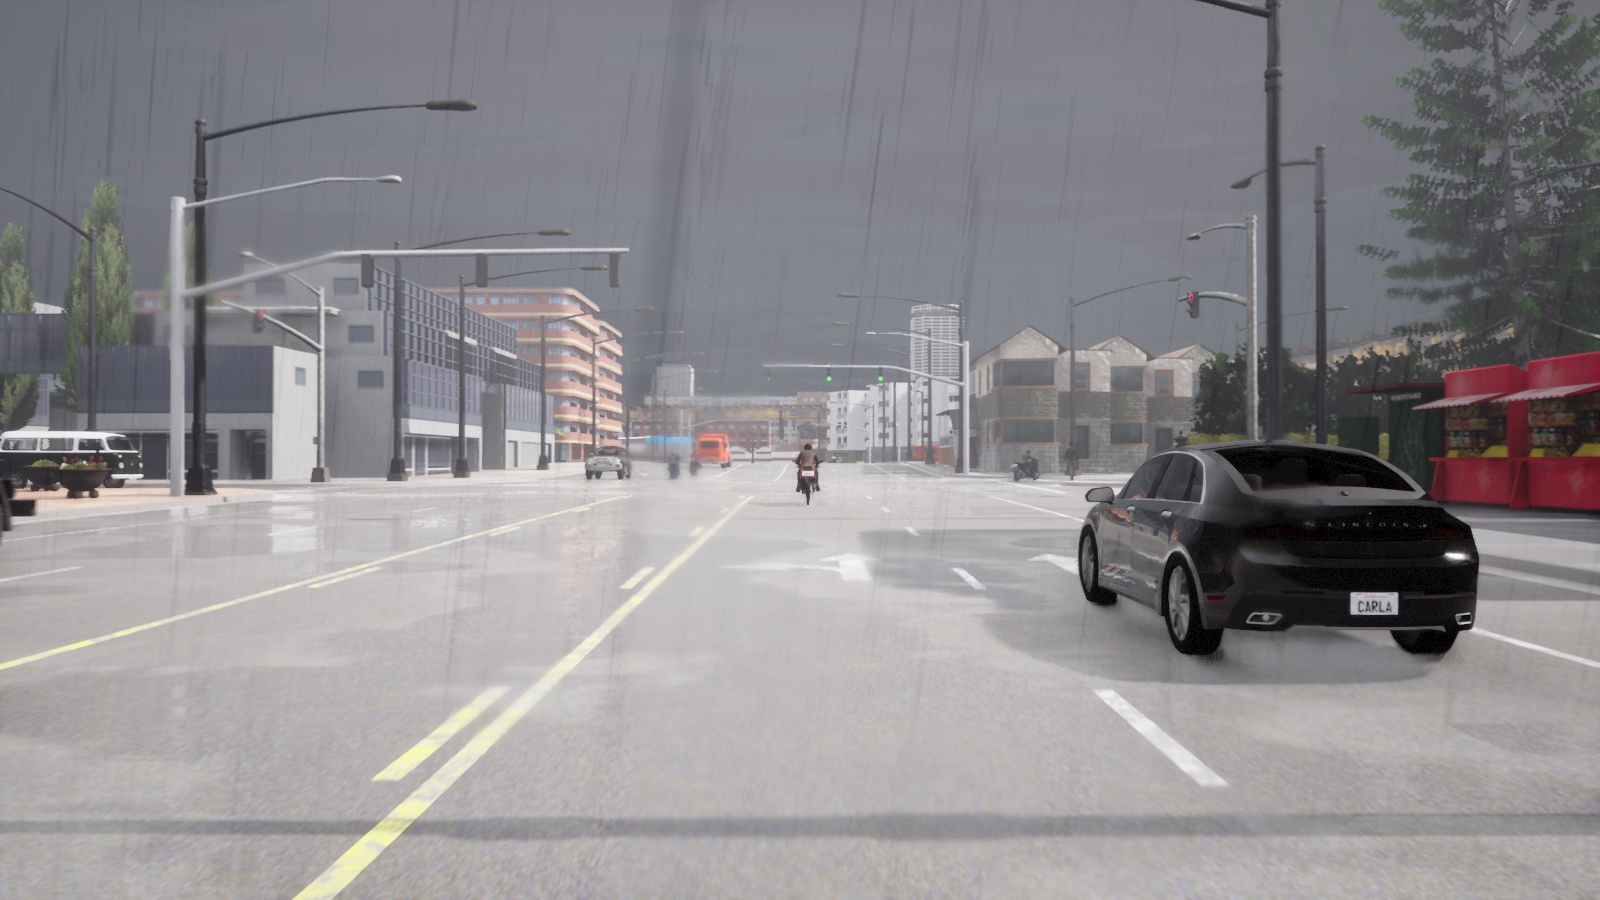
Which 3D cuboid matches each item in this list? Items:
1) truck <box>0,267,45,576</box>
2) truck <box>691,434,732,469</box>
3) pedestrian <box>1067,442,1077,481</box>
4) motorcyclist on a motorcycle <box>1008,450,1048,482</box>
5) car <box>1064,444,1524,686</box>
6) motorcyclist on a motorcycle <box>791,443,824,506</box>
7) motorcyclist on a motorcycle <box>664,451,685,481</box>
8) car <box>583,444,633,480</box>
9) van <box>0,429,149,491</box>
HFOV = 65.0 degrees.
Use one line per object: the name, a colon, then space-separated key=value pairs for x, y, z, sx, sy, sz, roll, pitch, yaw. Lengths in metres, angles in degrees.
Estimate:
truck: x=-10.421 y=-0.304 z=10.920 sx=2.891 sy=3.462 sz=7.936 roll=0 pitch=0 yaw=0
truck: x=-6.449 y=0.088 z=92.450 sx=2.627 sy=2.467 sz=5.204 roll=0 pitch=1 yaw=0
pedestrian: x=12.859 y=0.547 z=59.317 sx=0.431 sy=1.840 sz=0.703 roll=0 pitch=-1 yaw=8
motorcyclist on a motorcycle: x=11.128 y=0.786 z=61.274 sx=2.044 sy=1.523 sz=0.797 roll=1 pitch=-1 yaw=-42
car: x=3.575 y=0.698 z=10.222 sx=1.837 sy=1.490 sz=4.892 roll=0 pitch=0 yaw=0
motorcyclist on a motorcycle: x=0.197 y=0.597 z=31.440 sx=0.797 sy=1.523 sz=2.044 roll=0 pitch=0 yaw=0
motorcyclist on a motorcycle: x=-6.603 y=0.828 z=65.940 sx=0.866 sy=1.530 sz=2.191 roll=0 pitch=0 yaw=0
car: x=-10.104 y=0.611 z=66.417 sx=1.932 sy=1.855 sz=4.605 roll=0 pitch=0 yaw=0
van: x=-24.695 y=0.332 z=42.261 sx=4.480 sy=2.038 sz=2.069 roll=0 pitch=-1 yaw=1
